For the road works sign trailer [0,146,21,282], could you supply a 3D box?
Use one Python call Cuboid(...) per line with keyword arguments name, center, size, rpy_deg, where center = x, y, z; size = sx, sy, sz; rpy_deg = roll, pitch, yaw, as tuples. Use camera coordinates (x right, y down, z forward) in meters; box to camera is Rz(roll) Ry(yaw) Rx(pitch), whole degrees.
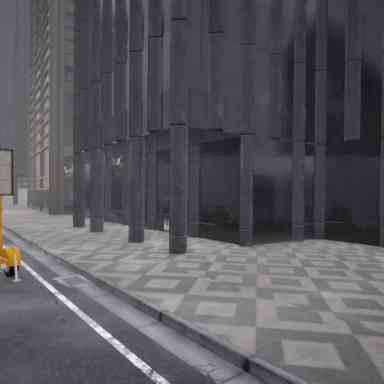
Cuboid(name="road works sign trailer", center=(-6.148, 0.503, 8.867), size=(2.380, 3.560, 2.880), rpy_deg=(0, 0, -42))
